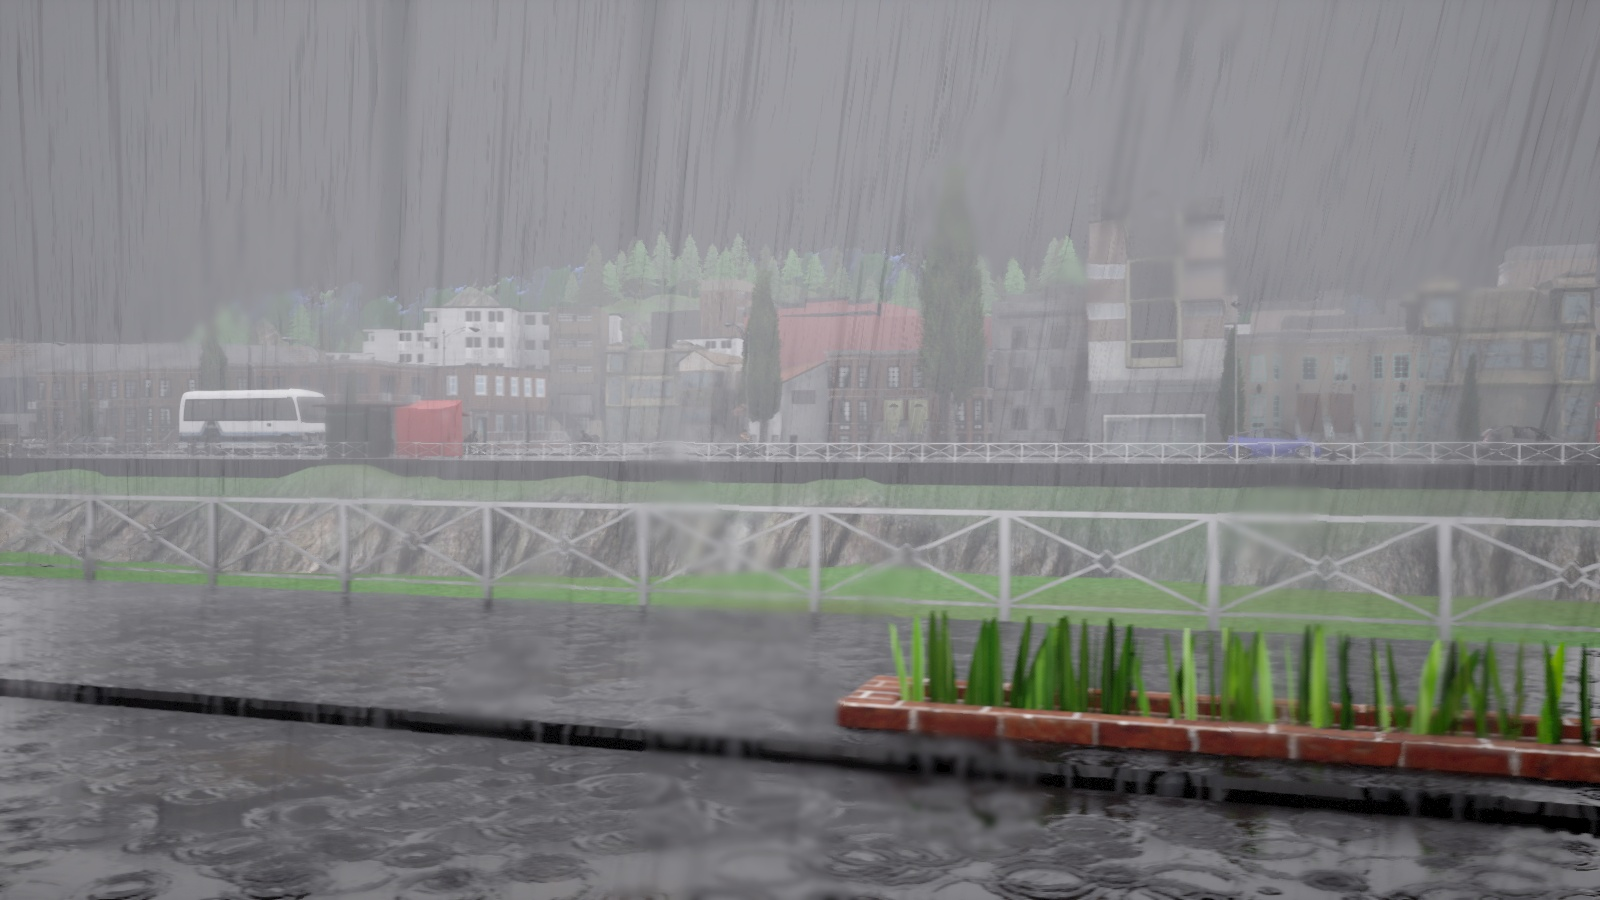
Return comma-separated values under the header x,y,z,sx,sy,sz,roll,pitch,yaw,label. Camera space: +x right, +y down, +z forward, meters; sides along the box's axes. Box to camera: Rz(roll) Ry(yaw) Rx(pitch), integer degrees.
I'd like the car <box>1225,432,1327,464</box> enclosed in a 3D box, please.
x,y,z,sx,sy,sz,roll,pitch,yaw,label
23.080,-0.118,61.069,4.514,1.525,2.007,1,1,19,car

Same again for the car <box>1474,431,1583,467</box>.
x,y,z,sx,sy,sz,roll,pitch,yaw,label
33.359,-0.073,57.614,3.988,1.617,1.851,1,1,19,car

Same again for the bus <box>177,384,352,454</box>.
x,y,z,sx,sy,sz,roll,pitch,yaw,label
-34.229,-1.965,80.312,10.273,4.253,3.944,1,1,19,bus
